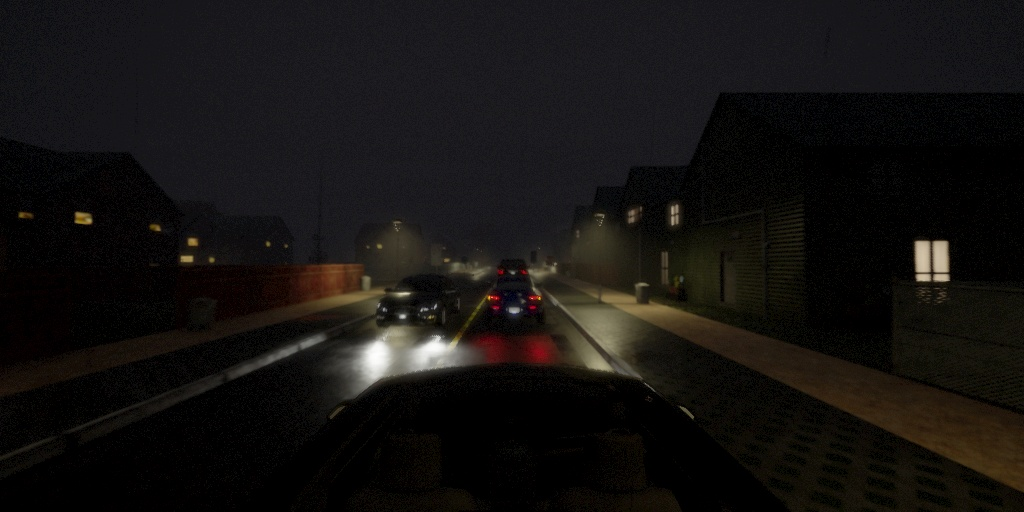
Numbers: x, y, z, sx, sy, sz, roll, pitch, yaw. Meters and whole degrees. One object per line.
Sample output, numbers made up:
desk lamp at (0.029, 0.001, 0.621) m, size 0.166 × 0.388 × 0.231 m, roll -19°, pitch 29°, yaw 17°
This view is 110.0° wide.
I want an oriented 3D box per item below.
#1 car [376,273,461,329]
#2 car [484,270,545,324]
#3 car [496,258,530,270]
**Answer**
car at (-2.841, 1.352, 11.771) m, size 1.837 × 1.490 × 4.892 m, roll 0°, pitch -1°, yaw 0°
car at (0.078, 1.378, 12.340) m, size 1.812 × 1.442 × 4.674 m, roll 0°, pitch -1°, yaw 0°
car at (0.079, 1.196, 25.015) m, size 2.150 × 2.045 × 5.566 m, roll 0°, pitch -1°, yaw 0°
